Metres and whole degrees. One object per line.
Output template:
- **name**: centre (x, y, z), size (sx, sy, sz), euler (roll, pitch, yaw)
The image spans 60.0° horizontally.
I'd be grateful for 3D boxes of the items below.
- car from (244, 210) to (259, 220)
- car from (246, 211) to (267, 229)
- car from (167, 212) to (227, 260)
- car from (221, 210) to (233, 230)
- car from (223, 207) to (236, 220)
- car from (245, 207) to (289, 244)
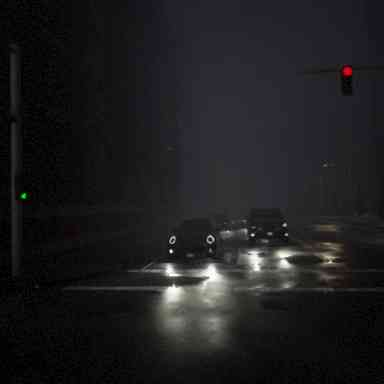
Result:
- **car**: centre (9.246, 3.593, 51.930), size (1.994, 1.385, 4.181), euler (-2, -3, 8)
- **car**: centre (6.542, 2.803, 33.976), size (1.837, 1.490, 4.892), euler (-2, -1, 8)
- **car**: centre (0.279, 2.042, 15.527), size (2.097, 1.767, 4.553), euler (-2, -3, 9)
- **car**: centre (2.768, 2.853, 32.337), size (1.837, 1.490, 4.892), euler (-2, -2, 8)
- **car**: centre (5.769, 3.396, 52.409), size (2.150, 2.045, 5.566), euler (-2, -3, 8)
- **car**: centre (4.609, 2.006, 20.766), size (2.150, 2.045, 5.566), euler (-2, -3, 8)
